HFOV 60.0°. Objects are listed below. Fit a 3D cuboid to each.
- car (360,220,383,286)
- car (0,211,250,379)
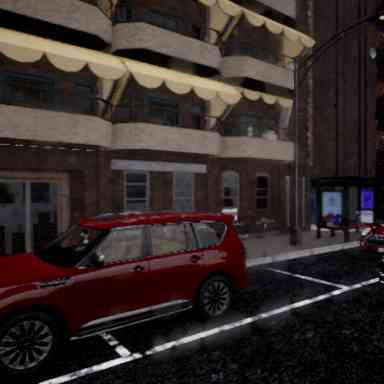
[{"bbox_3d":[6.313,1.472,7.879,4.902,1.511,2.128,0,0,-35],"label":"car"},{"bbox_3d":[-1.221,1.310,5.689,5.009,1.841,2.192,0,0,-35],"label":"car"}]
